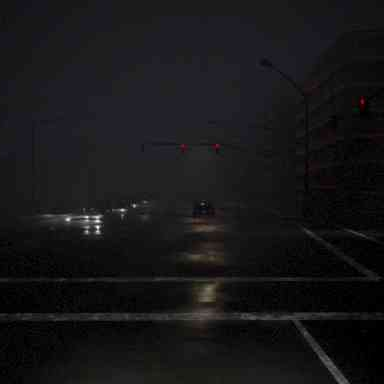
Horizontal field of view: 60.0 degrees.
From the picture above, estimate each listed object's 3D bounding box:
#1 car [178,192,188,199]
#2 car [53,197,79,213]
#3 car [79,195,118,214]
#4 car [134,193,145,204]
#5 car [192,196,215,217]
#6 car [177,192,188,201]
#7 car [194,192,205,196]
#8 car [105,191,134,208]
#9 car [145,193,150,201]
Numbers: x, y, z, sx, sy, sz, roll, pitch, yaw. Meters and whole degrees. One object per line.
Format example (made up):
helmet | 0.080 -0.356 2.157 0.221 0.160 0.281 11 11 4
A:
car | -1.924 0.741 75.859 2.033 1.411 5.357 0 1 1
car | -13.020 1.346 35.392 1.882 1.535 5.008 0 1 1
car | -9.532 1.369 34.327 2.128 1.511 4.902 0 1 1
car | -9.299 1.132 53.013 2.033 1.411 5.357 0 1 1
car | 1.058 1.416 30.360 2.128 1.511 4.902 0 1 1
car | -1.958 0.917 65.208 2.033 1.411 5.357 0 1 1
car | 1.452 0.711 65.726 2.097 1.767 4.553 0 1 1
car | -9.418 1.106 43.368 2.097 1.767 4.553 0 1 1
car | -9.117 0.948 63.548 2.033 1.411 5.357 0 1 1
